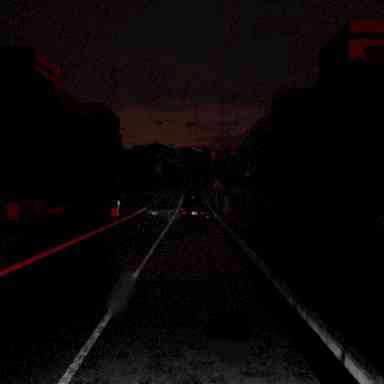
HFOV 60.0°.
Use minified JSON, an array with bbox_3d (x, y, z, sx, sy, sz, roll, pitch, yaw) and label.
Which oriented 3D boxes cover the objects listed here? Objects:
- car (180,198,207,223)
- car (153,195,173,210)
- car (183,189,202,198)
[{"bbox_3d":[0.094,1.423,24.290,2.033,1.411,5.357,0,1,0],"label":"car"},{"bbox_3d":[-3.102,1.036,36.455,1.882,1.535,5.008,0,2,0],"label":"car"},{"bbox_3d":[0.086,0.573,40.887,2.150,2.045,5.566,0,3,0],"label":"car"}]
